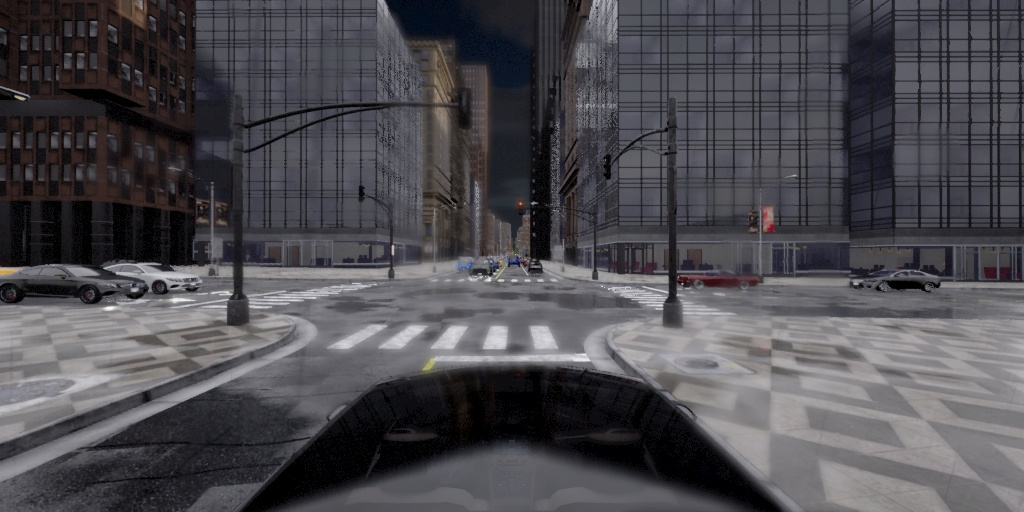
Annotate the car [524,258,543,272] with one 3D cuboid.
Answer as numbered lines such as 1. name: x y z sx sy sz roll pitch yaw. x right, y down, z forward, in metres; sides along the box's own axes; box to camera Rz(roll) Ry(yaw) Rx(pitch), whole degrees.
1. car: 2.842 1.281 44.657 1.948 1.339 4.313 0 0 0

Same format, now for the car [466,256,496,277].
1. car: -2.959 1.079 35.492 2.097 1.767 4.553 0 0 0

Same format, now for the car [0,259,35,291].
1. car: -26.904 0.885 17.407 5.008 1.535 1.882 1 0 1

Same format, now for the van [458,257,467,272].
1. van: -5.683 1.056 44.703 1.690 1.789 3.998 0 0 0

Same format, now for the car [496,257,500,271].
1. car: -2.924 1.193 44.613 1.882 1.535 5.008 0 0 1

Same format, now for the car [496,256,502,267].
1. car: -2.866 1.205 54.078 1.837 1.490 4.892 0 0 0

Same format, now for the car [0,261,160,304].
1. car: -17.231 1.045 14.108 4.674 1.442 1.812 1 0 -1

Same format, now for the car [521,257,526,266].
1. car: 2.937 1.267 61.605 1.802 1.307 4.207 0 0 0

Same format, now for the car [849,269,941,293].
1. car: 25.369 1.617 23.855 4.902 1.511 2.128 1 0 0

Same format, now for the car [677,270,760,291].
1. car: 13.580 1.567 23.914 4.718 1.301 1.895 1 0 0

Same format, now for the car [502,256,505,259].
1. car: -2.780 1.158 63.927 1.882 1.535 5.008 0 0 1

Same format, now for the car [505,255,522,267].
1. car: 0.384 0.903 64.366 2.150 2.045 5.566 0 0 0

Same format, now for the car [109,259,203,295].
1. car: -17.759 1.051 17.364 4.674 1.442 1.812 1 0 0
